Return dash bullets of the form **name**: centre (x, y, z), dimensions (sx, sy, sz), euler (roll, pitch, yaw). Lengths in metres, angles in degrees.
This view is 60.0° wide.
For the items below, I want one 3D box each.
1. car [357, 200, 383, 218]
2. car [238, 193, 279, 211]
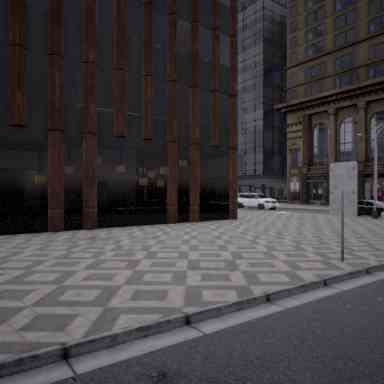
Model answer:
- **car**: centre (15.427, 1.454, 28.688), dimensions (1.837, 1.490, 4.892), euler (0, 0, -37)
- **car**: centre (7.655, 1.135, 39.616), dimensions (2.150, 2.045, 5.566), euler (0, 0, -35)
